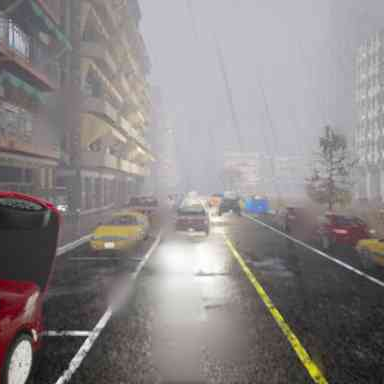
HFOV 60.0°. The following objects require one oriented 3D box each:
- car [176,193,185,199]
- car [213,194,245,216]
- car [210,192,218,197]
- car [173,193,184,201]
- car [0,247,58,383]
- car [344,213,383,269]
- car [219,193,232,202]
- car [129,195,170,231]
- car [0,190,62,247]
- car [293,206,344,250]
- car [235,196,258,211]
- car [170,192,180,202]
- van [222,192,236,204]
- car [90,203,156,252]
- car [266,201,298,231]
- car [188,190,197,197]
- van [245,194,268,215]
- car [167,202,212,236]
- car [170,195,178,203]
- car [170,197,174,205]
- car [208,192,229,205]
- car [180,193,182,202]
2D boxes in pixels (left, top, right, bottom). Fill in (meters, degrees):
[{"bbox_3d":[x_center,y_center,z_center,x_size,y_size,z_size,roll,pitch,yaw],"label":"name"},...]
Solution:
[{"bbox_3d":[-2.541,0.839,74.158,1.947,1.339,4.313,0,1,0],"label":"car"},{"bbox_3d":[3.108,1.220,28.712,1.837,1.490,4.892,0,1,1],"label":"car"},{"bbox_3d":[5.875,0.696,90.720,1.887,1.381,4.507,0,0,0],"label":"car"},{"bbox_3d":[-2.565,0.955,63.105,1.802,1.307,4.206,0,1,0],"label":"car"},{"bbox_3d":[-2.697,1.512,2.316,1.887,1.381,4.507,0,1,0],"label":"car"},{"bbox_3d":[5.695,1.456,7.994,1.752,1.417,4.829,0,1,0],"label":"car"},{"bbox_3d":[5.803,0.970,57.731,1.752,1.417,4.829,0,1,0],"label":"car"},{"bbox_3d":[-2.662,1.112,18.892,2.192,1.841,5.009,0,1,0],"label":"car"},{"bbox_3d":[-4.386,0.908,4.080,2.045,2.150,5.566,17,5,29],"label":"car"},{"bbox_3d":[5.707,1.458,13.351,1.802,1.307,4.206,0,1,0],"label":"car"},{"bbox_3d":[5.756,1.178,35.625,1.752,1.417,4.829,0,1,0],"label":"car"},{"bbox_3d":[-2.625,1.072,35.472,1.967,1.590,4.097,0,1,0],"label":"car"},{"bbox_3d":[5.790,0.839,52.034,1.690,1.788,3.998,0,1,0],"label":"van"},{"bbox_3d":[-2.674,1.380,13.199,1.752,1.417,4.829,0,1,0],"label":"car"},{"bbox_3d":[5.719,1.402,18.877,1.802,1.307,4.206,0,1,0],"label":"car"},{"bbox_3d":[0.190,0.376,88.749,2.150,2.045,5.566,0,0,0],"label":"car"},{"bbox_3d":[5.742,1.050,29.927,1.690,1.788,3.998,0,1,0],"label":"van"},{"bbox_3d":[-0.049,1.420,17.417,1.895,1.301,4.718,0,1,0],"label":"car"},{"bbox_3d":[-2.637,1.237,29.948,2.008,1.369,4.403,0,1,0],"label":"car"},{"bbox_3d":[-2.649,1.292,24.422,2.008,1.369,4.403,0,1,0],"label":"car"},{"bbox_3d":[3.117,0.939,41.676,2.097,1.767,4.553,0,0,1],"label":"car"},{"bbox_3d":[-2.613,1.145,41.000,1.947,1.339,4.313,0,1,0],"label":"car"}]
